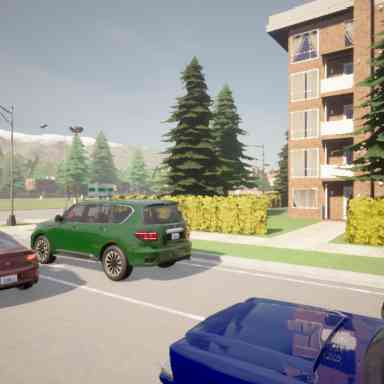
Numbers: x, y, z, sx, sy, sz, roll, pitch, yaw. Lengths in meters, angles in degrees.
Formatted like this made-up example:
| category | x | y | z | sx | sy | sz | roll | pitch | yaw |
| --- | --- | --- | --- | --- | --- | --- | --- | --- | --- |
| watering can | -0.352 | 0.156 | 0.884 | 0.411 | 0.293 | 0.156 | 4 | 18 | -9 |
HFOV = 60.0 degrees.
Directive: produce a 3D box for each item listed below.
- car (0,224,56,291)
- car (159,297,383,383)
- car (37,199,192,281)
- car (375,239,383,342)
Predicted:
| category | x | y | z | sx | sy | sz | roll | pitch | yaw |
| --- | --- | --- | --- | --- | --- | --- | --- | --- | --- |
| car | -5.403 | 1.526 | 7.790 | 4.674 | 1.442 | 1.812 | 0 | 0 | 36 |
| car | 2.036 | 1.601 | 2.543 | 4.718 | 1.301 | 1.895 | 0 | 0 | 35 |
| car | -2.599 | 1.221 | 10.083 | 5.566 | 2.045 | 2.150 | 0 | 0 | 36 |
| car | 5.073 | 1.564 | 4.678 | 4.181 | 1.385 | 1.994 | 0 | 0 | 35 |
